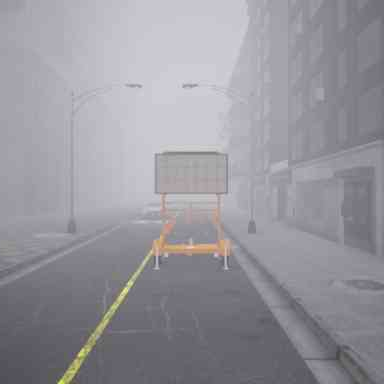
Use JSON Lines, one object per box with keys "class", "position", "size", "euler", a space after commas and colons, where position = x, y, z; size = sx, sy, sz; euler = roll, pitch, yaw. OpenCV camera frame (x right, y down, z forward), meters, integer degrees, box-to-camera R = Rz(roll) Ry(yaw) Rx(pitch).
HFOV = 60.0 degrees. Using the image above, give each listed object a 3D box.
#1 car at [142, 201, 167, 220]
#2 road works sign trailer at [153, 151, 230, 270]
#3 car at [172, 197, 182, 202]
{"class": "car", "position": [-3.144, 1.542, 28.754], "size": [1.812, 1.442, 4.674], "euler": [0, 0, 0]}
{"class": "road works sign trailer", "position": [-0.019, 0.467, 11.038], "size": [2.380, 3.560, 2.880], "euler": [0, 0, 0]}
{"class": "car", "position": [-3.101, 1.639, 69.140], "size": [2.033, 1.411, 5.357], "euler": [0, 0, 0]}
